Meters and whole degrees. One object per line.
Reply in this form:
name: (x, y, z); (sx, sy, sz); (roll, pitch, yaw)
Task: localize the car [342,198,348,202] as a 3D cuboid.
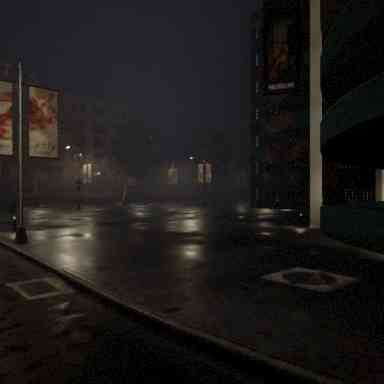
car: (22.136, 1.413, 51.046); (4.786, 1.482, 2.161); (0, 0, -41)

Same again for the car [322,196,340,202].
car: (15.593, 1.320, 39.958); (4.674, 1.452, 2.002); (0, 0, -41)
